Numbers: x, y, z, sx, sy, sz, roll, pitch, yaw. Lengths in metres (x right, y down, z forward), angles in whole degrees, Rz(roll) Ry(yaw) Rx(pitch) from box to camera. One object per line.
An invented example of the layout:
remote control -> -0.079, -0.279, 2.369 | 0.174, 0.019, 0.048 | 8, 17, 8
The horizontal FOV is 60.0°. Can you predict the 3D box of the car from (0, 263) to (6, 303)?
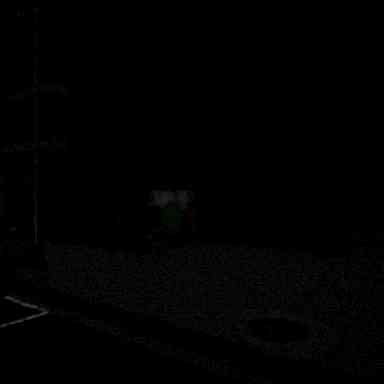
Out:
car -> -5.428, 1.595, 6.689 | 4.313, 1.339, 1.947 | 0, 0, 36
